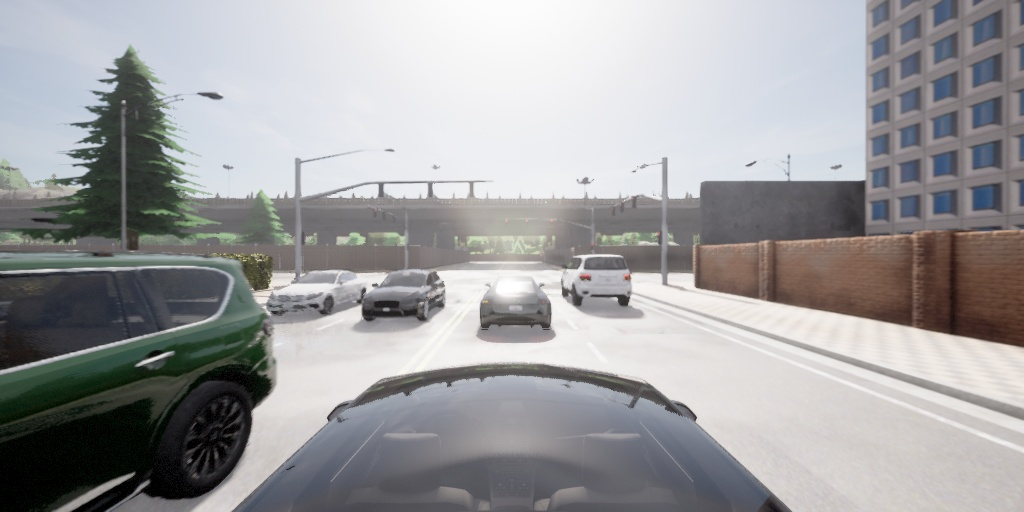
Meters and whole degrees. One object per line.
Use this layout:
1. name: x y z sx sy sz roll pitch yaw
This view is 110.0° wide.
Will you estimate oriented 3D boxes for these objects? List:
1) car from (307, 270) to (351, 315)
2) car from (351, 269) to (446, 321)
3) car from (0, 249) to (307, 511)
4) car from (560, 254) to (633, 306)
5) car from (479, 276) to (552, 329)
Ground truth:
1. car: -7.001 1.258 13.532 1.812 1.442 4.674 0 0 0
2. car: -3.512 1.239 12.449 1.837 1.490 4.892 0 0 0
3. car: -3.590 0.974 1.556 2.150 2.045 5.566 0 0 0
4. car: 3.499 0.951 15.763 2.150 2.045 5.566 0 0 0
5. car: 0.098 1.300 11.130 1.994 1.385 4.181 0 0 0
